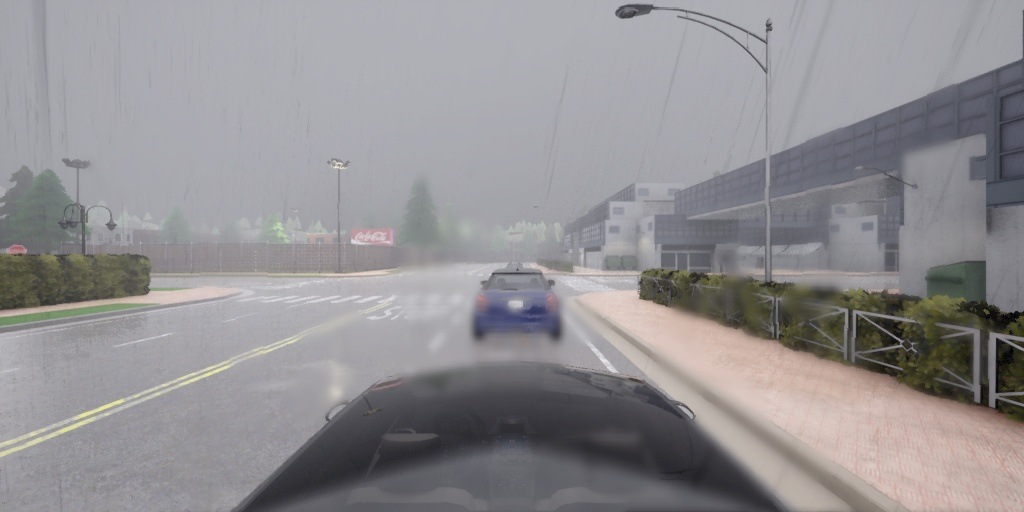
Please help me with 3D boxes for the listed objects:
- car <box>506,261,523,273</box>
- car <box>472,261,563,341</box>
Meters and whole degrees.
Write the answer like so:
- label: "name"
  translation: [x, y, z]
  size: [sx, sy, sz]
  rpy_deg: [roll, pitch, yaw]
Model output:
- label: "car"
  translation: [0.341, 1.313, 43.596]
  size: [1.994, 1.385, 4.181]
  rpy_deg: [0, 0, 1]
- label: "car"
  translation: [0.181, 1.102, 10.020]
  size: [2.097, 1.767, 4.553]
  rpy_deg: [0, 0, 2]
